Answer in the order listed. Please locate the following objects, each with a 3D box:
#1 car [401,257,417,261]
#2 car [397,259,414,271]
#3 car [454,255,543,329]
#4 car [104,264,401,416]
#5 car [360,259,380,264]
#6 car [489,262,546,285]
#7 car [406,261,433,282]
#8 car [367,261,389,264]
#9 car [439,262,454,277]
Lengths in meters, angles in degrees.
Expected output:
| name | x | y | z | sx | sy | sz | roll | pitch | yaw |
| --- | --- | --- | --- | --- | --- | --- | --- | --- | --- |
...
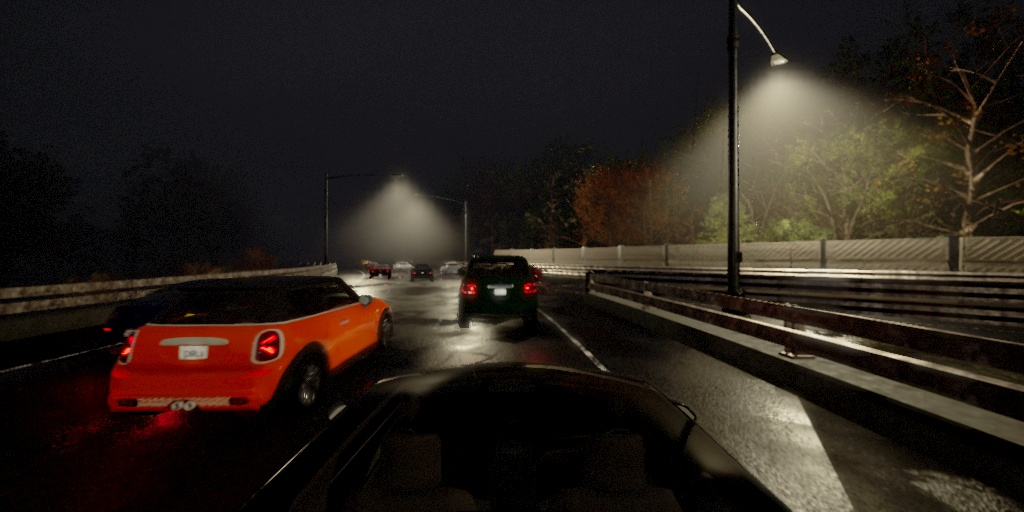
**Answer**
| name | x | y | z | sx | sy | sz | roll | pitch | yaw |
| --- | --- | --- | --- | --- | --- | --- | --- | --- | --- |
| car | -18.040 | 1.149 | 61.703 | 2.150 | 2.045 | 5.566 | 0 | 0 | -33 |
| car | -15.463 | 1.494 | 50.257 | 1.895 | 1.301 | 4.718 | 0 | 0 | -27 |
| car | -0.567 | 1.000 | 11.580 | 2.150 | 2.045 | 5.566 | 0 | 0 | -6 |
| car | -3.662 | 1.116 | 6.175 | 2.097 | 1.767 | 4.553 | 0 | 0 | -2 |
| car | -20.368 | 1.463 | 51.958 | 1.994 | 1.385 | 4.181 | 0 | 0 | -29 |
| car | 0.325 | 1.310 | 27.810 | 1.882 | 1.535 | 5.008 | 0 | 0 | -34 |
| car | -7.764 | 1.383 | 30.717 | 2.033 | 1.411 | 5.357 | 0 | 0 | -16 |
| car | -12.800 | 1.450 | 35.014 | 1.895 | 1.301 | 4.718 | 0 | 0 | -18 |
| car | -6.549 | 1.382 | 38.206 | 1.812 | 1.442 | 4.674 | 0 | 0 | -19 |
